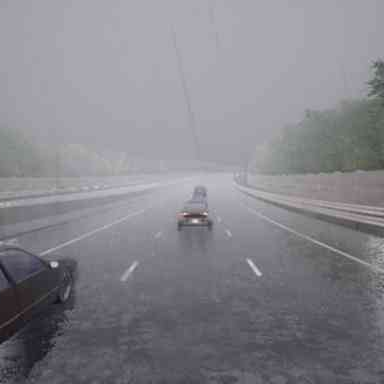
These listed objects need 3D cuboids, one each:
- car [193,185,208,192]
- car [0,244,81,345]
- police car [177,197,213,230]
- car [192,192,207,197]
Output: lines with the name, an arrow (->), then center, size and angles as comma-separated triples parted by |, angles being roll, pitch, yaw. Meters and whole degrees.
car -> 1.394, -0.081, 54.627 | 2.150, 2.045, 5.566 | 0, 3, 3
car -> -3.388, 1.508, 4.905 | 2.033, 1.411, 5.357 | 0, 0, 0
police car -> 0.196, 1.313, 19.587 | 2.038, 1.542, 4.974 | 0, 1, 1
car -> 0.659, 0.998, 35.465 | 1.994, 1.385, 4.181 | 0, 2, 2
